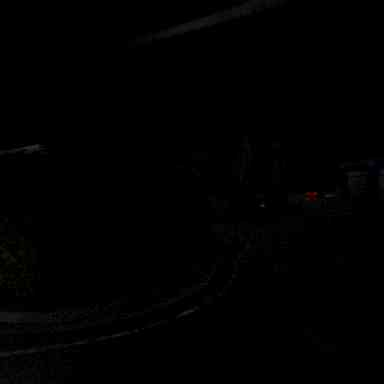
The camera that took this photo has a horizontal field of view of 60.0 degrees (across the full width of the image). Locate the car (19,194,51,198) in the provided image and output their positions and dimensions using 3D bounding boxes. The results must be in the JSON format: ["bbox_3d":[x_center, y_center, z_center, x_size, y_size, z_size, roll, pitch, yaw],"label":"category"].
[{"bbox_3d":[-15.551,1.203,34.264,3.866,1.878,1.905,-1,1,35],"label":"car"}]

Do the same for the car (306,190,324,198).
[{"bbox_3d":[20.585,0.256,55.391,1.895,1.301,4.718,-1,1,36],"label":"car"}]

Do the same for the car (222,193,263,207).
[{"bbox_3d":[5.598,0.976,34.690,2.033,1.411,5.357,-1,1,36],"label":"car"}]

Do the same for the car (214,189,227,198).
[{"bbox_3d":[6.757,0.313,64.501,5.027,1.636,2.152,-1,1,35],"label":"car"}]

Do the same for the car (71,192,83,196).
[{"bbox_3d":[-23.556,1.034,67.189,4.605,1.855,1.932,-1,1,35],"label":"car"}]
